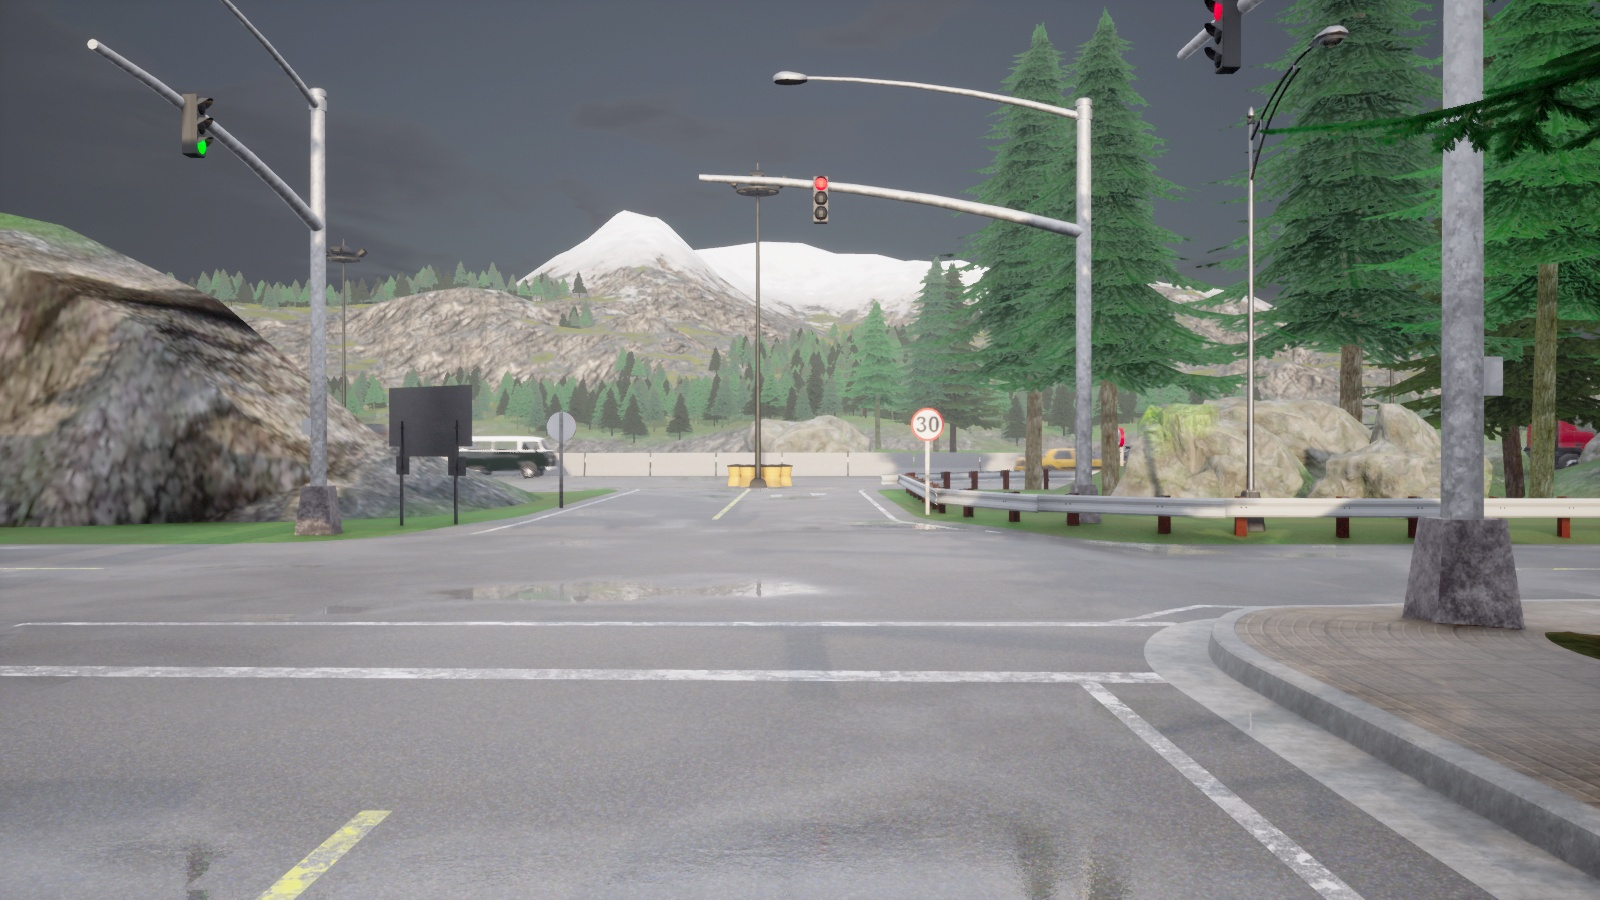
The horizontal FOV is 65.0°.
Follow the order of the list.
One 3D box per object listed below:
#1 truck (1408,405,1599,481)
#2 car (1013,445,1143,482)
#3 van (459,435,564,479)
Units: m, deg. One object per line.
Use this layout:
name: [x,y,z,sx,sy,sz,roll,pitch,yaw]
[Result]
truck: [33.220,-0.345,58.950,7.936,3.462,2.891,0,0,1]
car: [12.254,0.577,55.594,5.366,1.575,1.801,0,0,0]
van: [-13.588,0.322,59.277,4.480,2.038,2.069,0,0,0]
